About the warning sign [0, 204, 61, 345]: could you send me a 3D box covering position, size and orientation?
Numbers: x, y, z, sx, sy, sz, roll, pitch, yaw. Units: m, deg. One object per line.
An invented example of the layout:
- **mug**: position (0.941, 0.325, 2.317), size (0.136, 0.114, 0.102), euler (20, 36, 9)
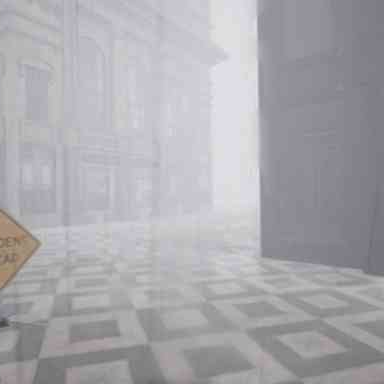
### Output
- **warning sign**: position (-2.880, 1.132, 4.973), size (1.060, 1.860, 1.300), euler (-1, 0, 36)
